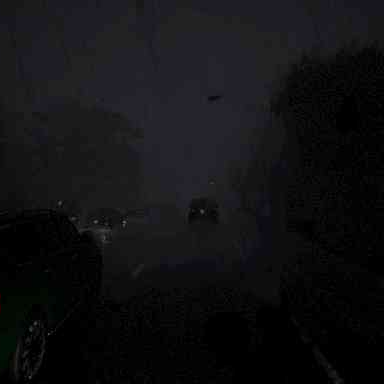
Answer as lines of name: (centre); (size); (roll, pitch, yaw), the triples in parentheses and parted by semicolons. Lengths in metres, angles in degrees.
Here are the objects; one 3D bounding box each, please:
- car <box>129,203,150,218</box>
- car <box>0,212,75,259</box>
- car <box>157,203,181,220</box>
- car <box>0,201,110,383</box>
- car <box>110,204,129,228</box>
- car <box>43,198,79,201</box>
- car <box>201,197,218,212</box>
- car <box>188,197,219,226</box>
car: (-5.699, 1.871, 34.689); (1.882, 1.535, 5.008); (0, -1, 4)
car: (-6.809, 1.686, 14.263); (1.812, 1.442, 4.674); (0, -1, 2)
car: (-2.197, 1.864, 32.662); (2.128, 1.511, 4.902); (0, -1, 4)
car: (-2.991, 1.282, 5.358); (2.150, 2.045, 5.566); (0, -1, -4)
car: (-6.348, 1.839, 24.331); (1.994, 1.385, 4.181); (0, -1, 4)
car: (-9.853, 1.493, 24.213); (2.150, 2.045, 5.566); (0, -1, 3)
car: (2.623, 1.775, 48.215); (2.150, 2.045, 5.566); (0, -1, 6)
car: (0.892, 1.522, 26.150); (2.150, 2.045, 5.566); (0, -1, 3)
